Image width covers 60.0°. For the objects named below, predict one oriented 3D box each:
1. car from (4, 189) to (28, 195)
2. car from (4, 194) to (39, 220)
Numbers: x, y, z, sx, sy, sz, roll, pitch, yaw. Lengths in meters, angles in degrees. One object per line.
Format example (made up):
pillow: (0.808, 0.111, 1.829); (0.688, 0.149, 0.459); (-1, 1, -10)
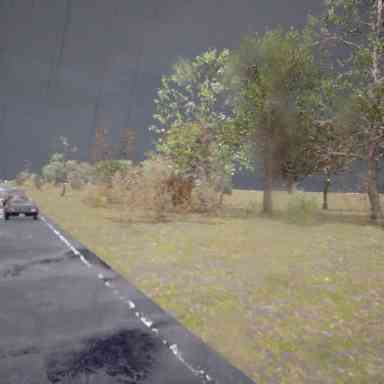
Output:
car: (-18.039, 0.517, 34.150); (2.097, 1.767, 4.553); (2, 0, -29)
car: (-11.387, 1.079, 22.211); (1.895, 1.301, 4.718); (2, 0, -29)
